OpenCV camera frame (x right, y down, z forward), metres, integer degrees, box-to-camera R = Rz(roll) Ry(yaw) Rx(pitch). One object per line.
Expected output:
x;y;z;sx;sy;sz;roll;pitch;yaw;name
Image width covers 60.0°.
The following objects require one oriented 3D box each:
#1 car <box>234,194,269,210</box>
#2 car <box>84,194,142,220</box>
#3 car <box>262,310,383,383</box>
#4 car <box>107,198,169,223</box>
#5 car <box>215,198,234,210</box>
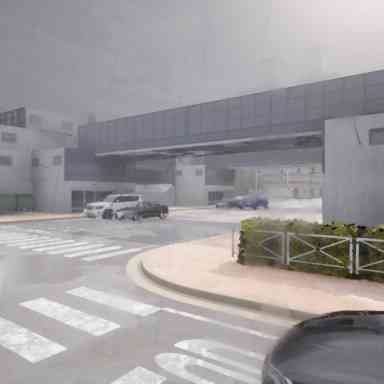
7.919;1.219;42.323;2.150;2.045;5.566;0;0;36;car
-6.445;1.219;28.307;2.150;2.045;5.566;0;0;36;car
2.824;1.492;1.974;4.902;1.511;2.128;0;0;36;car
-3.816;1.490;25.968;2.128;1.511;4.902;0;0;36;car
4.931;1.489;44.161;2.128;1.511;4.902;0;0;36;car
